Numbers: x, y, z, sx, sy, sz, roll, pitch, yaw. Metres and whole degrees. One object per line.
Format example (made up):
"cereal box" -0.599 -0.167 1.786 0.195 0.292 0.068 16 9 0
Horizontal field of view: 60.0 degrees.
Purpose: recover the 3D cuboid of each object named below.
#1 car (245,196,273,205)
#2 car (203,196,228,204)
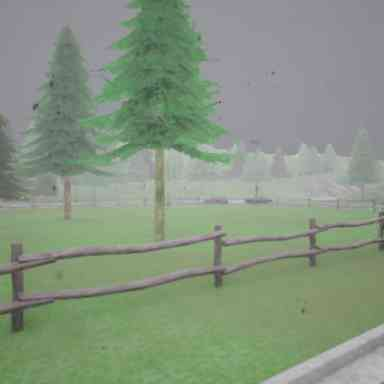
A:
"car" 11.419 1.383 56.787 4.674 1.442 1.812 0 0 30
"car" 3.979 1.441 56.504 4.181 1.385 1.994 0 0 17
